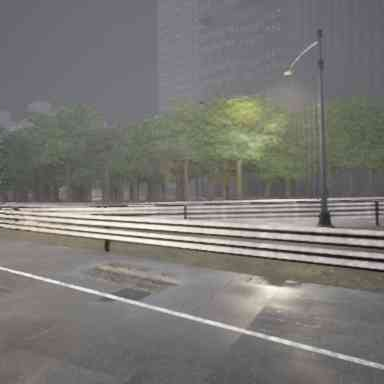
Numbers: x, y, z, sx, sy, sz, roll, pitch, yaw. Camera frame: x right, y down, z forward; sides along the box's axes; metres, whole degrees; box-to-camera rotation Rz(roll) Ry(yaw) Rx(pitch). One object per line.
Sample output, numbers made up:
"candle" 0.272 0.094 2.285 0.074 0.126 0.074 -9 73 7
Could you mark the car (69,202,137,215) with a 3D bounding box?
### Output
"car" -6.528 1.492 24.387 5.008 1.535 1.882 -1 0 9
